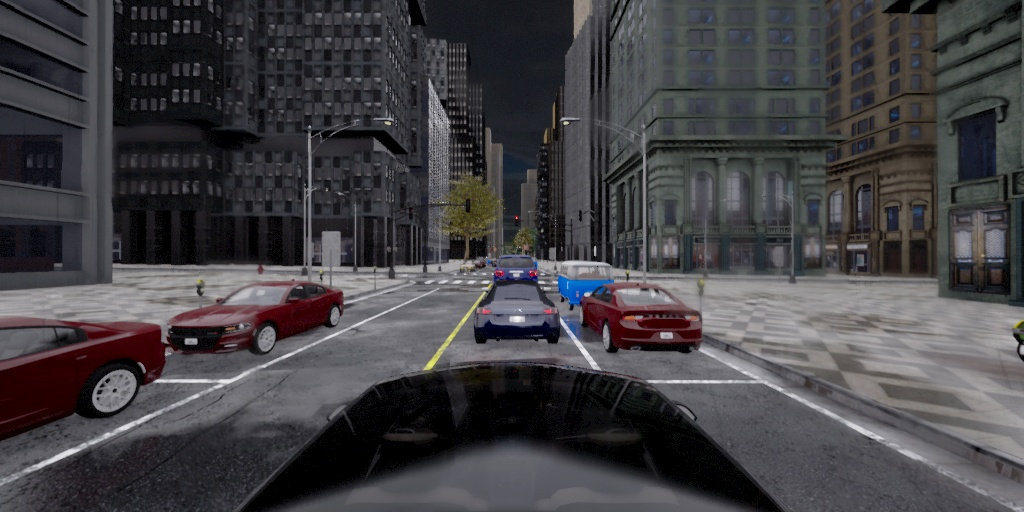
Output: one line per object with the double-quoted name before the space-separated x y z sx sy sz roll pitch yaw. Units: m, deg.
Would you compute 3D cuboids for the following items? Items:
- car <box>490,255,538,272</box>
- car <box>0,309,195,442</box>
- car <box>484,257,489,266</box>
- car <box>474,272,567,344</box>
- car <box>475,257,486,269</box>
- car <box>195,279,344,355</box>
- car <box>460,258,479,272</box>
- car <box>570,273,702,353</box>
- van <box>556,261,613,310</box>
"car" 0.134 0.971 19.044 2.150 2.045 5.566 0 0 -1
"car" -5.777 1.295 3.172 1.888 1.381 4.507 0 0 0
"car" -5.714 1.086 62.660 2.192 1.841 5.009 0 0 0
"car" 0.108 1.313 9.631 1.994 1.385 4.181 0 0 0
"car" -5.718 1.312 57.371 1.888 1.381 4.507 0 0 0
"car" -5.774 1.294 8.698 1.888 1.381 4.507 0 0 0
"car" -5.733 1.285 46.620 1.751 1.417 4.829 0 0 0
"car" 2.781 1.294 8.673 1.888 1.381 4.507 0 0 0
"van" 2.787 1.090 14.198 1.690 1.789 3.998 0 0 0
